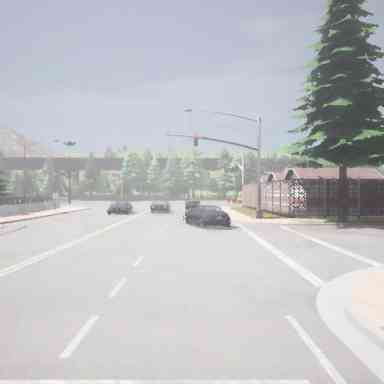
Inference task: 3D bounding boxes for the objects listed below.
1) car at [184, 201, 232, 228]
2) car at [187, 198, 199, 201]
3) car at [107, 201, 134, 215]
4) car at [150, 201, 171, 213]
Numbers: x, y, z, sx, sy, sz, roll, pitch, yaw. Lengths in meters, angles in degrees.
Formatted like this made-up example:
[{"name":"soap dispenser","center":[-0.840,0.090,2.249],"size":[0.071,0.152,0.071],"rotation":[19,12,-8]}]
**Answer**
[{"name":"car","center":[0.942,1.563,22.245],"size":[1.994,1.385,4.181],"rotation":[0,0,-22]},{"name":"car","center":[0.150,1.489,40.047],"size":[2.128,1.511,4.902],"rotation":[0,0,1]},{"name":"car","center":[-7.053,1.562,33.059],"size":[1.994,1.385,4.181],"rotation":[0,0,0]},{"name":"car","center":[-3.370,1.599,36.467],"size":[1.895,1.301,4.718],"rotation":[0,0,0]}]
